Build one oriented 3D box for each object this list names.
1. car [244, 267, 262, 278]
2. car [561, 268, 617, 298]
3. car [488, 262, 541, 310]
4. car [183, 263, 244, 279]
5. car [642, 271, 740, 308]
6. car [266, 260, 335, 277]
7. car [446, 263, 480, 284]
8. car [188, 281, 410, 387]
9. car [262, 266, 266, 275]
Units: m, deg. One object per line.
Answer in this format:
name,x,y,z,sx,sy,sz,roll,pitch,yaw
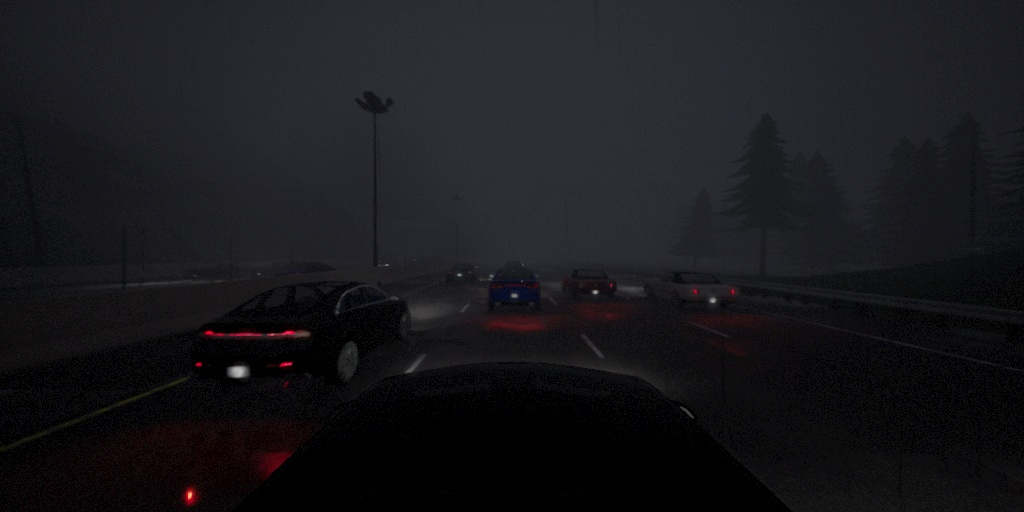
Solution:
car,-21.090,1.195,32.106,1.895,1.301,4.718,0,0,0
car,3.601,1.268,17.682,1.895,1.301,4.718,0,0,0
car,0.094,1.162,14.434,1.882,1.535,5.008,0,0,0
car,-24.591,1.205,30.030,1.895,1.301,4.718,0,0,0
car,7.100,1.282,14.888,1.895,1.301,4.718,0,0,0
car,-14.094,1.110,24.607,1.882,1.535,5.008,0,0,0
car,-3.399,1.192,25.224,1.994,1.385,4.181,0,0,0
car,-3.400,1.215,6.880,2.128,1.511,4.902,0,0,0
car,-17.590,1.100,29.436,2.128,1.511,4.902,0,0,0
